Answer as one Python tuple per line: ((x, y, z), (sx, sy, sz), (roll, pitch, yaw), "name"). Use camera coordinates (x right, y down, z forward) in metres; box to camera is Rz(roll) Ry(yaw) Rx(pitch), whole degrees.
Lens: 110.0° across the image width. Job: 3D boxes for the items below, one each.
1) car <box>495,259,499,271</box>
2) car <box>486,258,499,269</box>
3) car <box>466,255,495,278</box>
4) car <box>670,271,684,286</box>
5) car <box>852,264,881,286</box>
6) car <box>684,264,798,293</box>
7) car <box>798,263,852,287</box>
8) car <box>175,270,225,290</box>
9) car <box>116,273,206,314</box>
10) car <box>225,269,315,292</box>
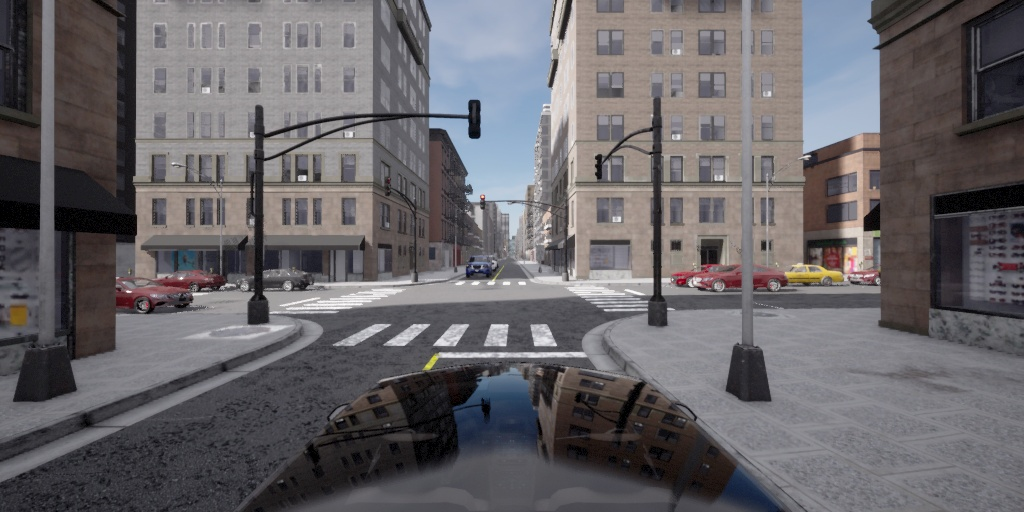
((-3.126, 0.947, 45.397), (2.150, 2.045, 5.566), (0, 0, 0), "car")
((-3.117, 1.174, 58.536), (1.882, 1.535, 5.008), (0, 0, 0), "car")
((-3.119, 0.960, 34.684), (2.150, 2.045, 5.566), (0, 0, 0), "car")
((12.131, 1.190, 22.039), (4.507, 1.381, 1.888), (0, 0, 0), "car")
((23.116, 1.121, 21.968), (4.207, 1.307, 1.802), (0, 0, 0), "car")
((12.186, 1.157, 19.283), (4.674, 1.442, 1.812), (-1, 0, 1), "car")
((17.453, 1.117, 22.004), (4.829, 1.417, 1.751), (0, 0, 0), "car")
((-20.161, 1.545, 22.244), (4.207, 1.307, 1.802), (0, 0, 0), "car")
((-14.661, 1.451, 13.683), (4.207, 1.307, 1.802), (0, 0, 0), "car")
((-14.632, 1.459, 22.209), (4.403, 1.370, 2.007), (0, 0, 0), "car")
